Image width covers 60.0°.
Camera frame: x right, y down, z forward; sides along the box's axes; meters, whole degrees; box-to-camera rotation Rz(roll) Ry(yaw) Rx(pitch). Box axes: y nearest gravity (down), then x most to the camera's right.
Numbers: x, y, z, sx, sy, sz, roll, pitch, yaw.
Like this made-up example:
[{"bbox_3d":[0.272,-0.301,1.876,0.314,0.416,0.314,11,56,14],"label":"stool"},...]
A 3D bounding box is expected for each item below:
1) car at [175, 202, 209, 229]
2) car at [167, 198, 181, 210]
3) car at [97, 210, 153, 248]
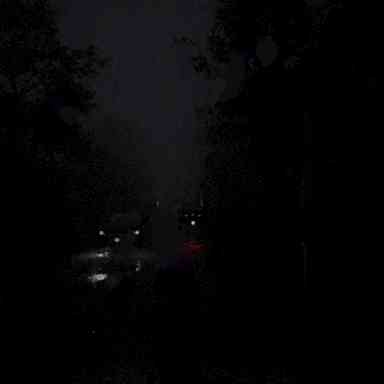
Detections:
[{"bbox_3d":[0.059,1.628,22.487,1.837,1.490,4.892,0,-1,0],"label":"car"},{"bbox_3d":[-3.044,2.029,57.141,2.150,2.045,5.566,0,-1,0],"label":"car"},{"bbox_3d":[-2.872,1.580,15.073,1.812,1.442,4.674,0,0,0],"label":"car"}]
